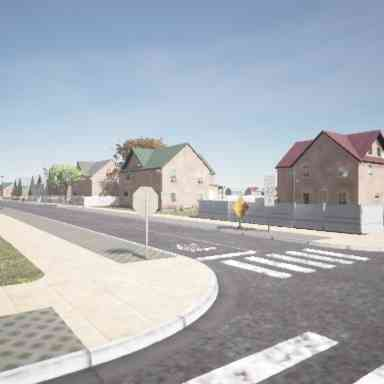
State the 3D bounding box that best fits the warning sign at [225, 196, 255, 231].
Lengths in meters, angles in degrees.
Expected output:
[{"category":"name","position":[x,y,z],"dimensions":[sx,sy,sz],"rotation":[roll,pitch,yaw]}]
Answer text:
[{"category":"warning sign","position":[2.705,1.157,18.696],"dimensions":[1.300,1.860,1.060],"rotation":[1,0,-36]}]
